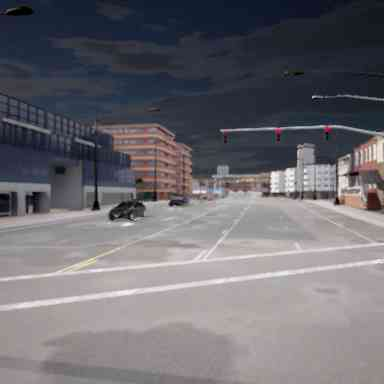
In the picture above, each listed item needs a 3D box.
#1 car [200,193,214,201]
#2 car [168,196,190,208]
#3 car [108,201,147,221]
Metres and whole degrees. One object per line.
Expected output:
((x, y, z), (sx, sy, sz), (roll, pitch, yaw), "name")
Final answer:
((2.861, 0.887, 64.021), (2.097, 1.767, 4.553), (0, 0, 12), "car")
((-1.606, 1.259, 44.042), (2.033, 1.411, 5.357), (0, 1, 12), "car")
((-5.212, 1.533, 27.557), (1.837, 1.490, 4.892), (0, 1, 13), "car")
